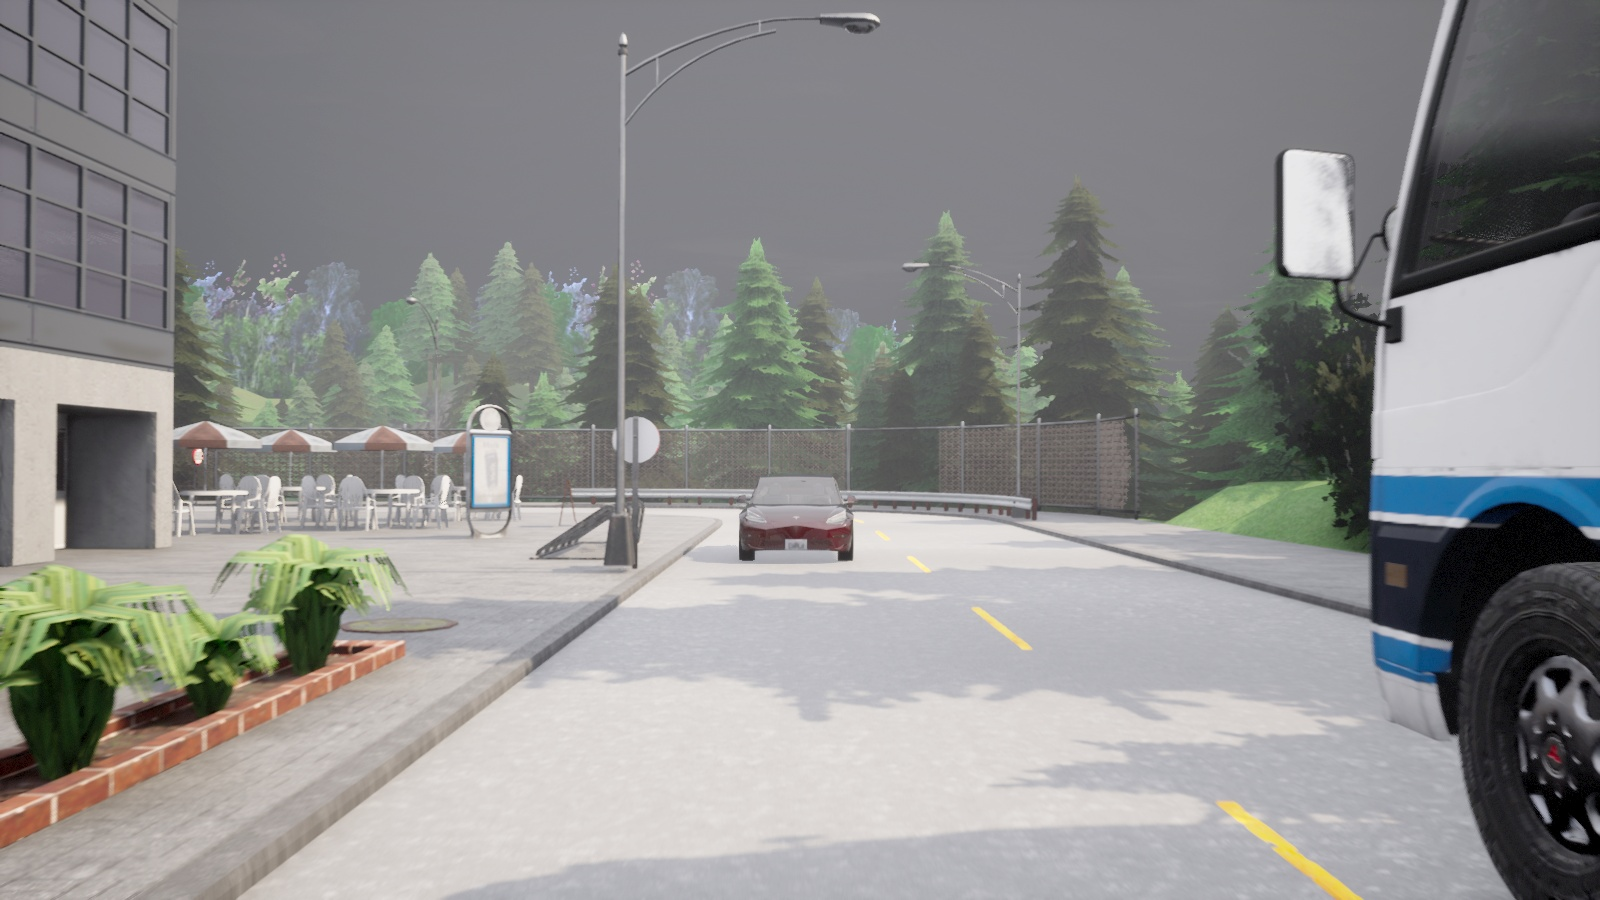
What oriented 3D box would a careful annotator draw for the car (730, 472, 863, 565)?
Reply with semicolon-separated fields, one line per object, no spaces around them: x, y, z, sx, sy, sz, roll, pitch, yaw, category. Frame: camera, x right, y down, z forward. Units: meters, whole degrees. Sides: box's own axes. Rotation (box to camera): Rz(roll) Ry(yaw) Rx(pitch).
-0.051;1.156;22.842;2.163;1.488;4.792;0;-1;0;car

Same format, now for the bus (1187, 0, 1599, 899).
3.991;-0.561;1.327;3.944;4.253;10.273;0;-1;0;bus
